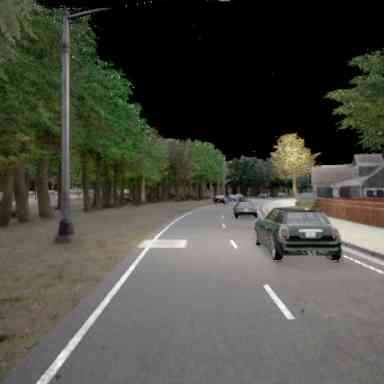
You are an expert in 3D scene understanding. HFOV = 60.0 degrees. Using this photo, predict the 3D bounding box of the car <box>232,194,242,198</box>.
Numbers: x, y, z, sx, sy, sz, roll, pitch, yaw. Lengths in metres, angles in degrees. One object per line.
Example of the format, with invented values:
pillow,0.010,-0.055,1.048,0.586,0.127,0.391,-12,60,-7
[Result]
car,7.771,1.221,63.659,1.812,1.442,4.674,0,0,19

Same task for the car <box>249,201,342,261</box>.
car,3.638,1.312,12.248,2.097,1.767,4.553,0,0,1

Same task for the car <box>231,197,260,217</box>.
car,4.725,1.462,29.636,1.994,1.385,4.181,0,0,6

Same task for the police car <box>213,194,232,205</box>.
police car,4.797,1.187,54.275,1.930,1.638,5.238,0,0,16

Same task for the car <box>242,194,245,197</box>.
car,9.863,1.133,69.253,1.882,1.535,5.008,0,0,22

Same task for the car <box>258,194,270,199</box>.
car,18.429,1.049,85.361,1.895,1.301,4.718,0,0,28
